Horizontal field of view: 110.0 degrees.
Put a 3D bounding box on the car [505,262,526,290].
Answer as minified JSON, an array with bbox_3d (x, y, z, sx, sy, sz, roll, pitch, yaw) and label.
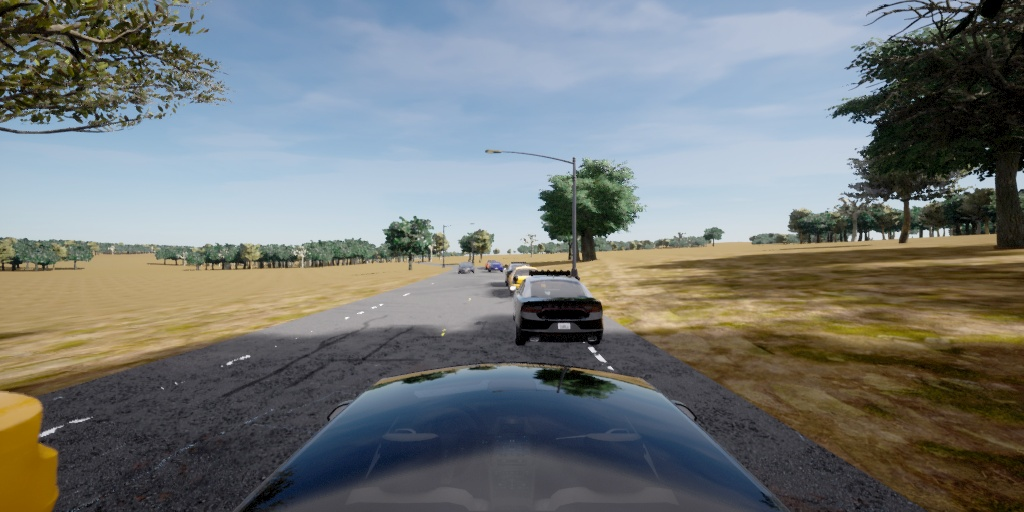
[{"bbox_3d":[0.723,1.241,19.814,1.801,1.575,5.366,0,0,-2],"label":"car"}]

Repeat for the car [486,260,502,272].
[{"bbox_3d":[-2.201,1.453,48.353,1.812,1.442,4.674,0,-1,-5],"label":"car"}]

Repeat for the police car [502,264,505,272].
[{"bbox_3d":[0.467,1.224,25.763,1.930,1.638,5.238,0,0,-3],"label":"police car"}]

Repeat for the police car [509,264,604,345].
[{"bbox_3d":[0.992,1.189,9.680,1.930,1.638,5.238,0,0,-1],"label":"police car"}]

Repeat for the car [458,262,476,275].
[{"bbox_3d":[-5.331,1.397,42.388,1.812,1.442,4.674,0,0,-5],"label":"car"}]
